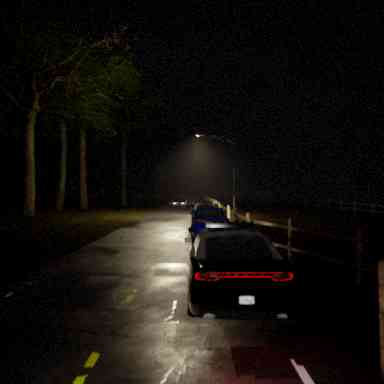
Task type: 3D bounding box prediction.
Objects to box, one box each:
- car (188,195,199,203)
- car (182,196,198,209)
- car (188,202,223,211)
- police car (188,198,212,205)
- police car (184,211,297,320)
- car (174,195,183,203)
[{"bbox_3d":[0.214,1.366,63.261,1.994,1.385,4.181,0,1,0],"label":"car"},{"bbox_3d":[0.172,1.494,44.266,2.033,1.411,5.357,0,0,1],"label":"car"},{"bbox_3d":[0.888,1.537,17.613,1.882,1.535,5.008,0,0,0],"label":"car"},{"bbox_3d":[0.908,1.466,23.726,1.930,1.638,5.238,0,0,0],"label":"police car"},{"bbox_3d":[0.855,1.474,7.722,1.930,1.638,5.238,0,0,0],"label":"police car"},{"bbox_3d":[-2.529,1.262,65.441,1.882,1.535,5.008,0,1,0],"label":"car"}]
